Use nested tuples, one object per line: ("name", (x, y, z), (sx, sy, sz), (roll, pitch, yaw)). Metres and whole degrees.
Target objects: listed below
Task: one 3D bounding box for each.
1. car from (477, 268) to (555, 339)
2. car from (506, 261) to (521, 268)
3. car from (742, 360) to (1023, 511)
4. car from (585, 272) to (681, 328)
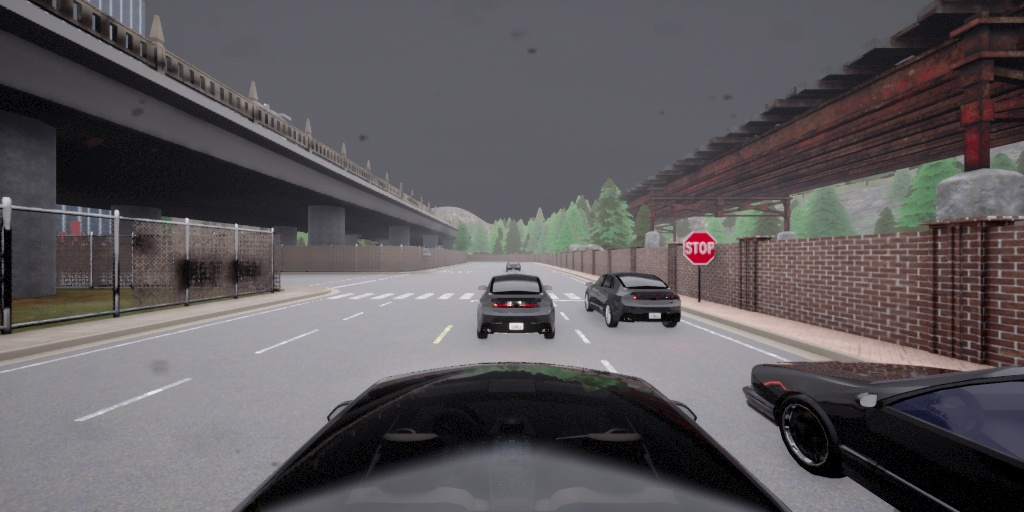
("car", (0.095, 1.255, 10.067), (1.837, 1.490, 4.892), (0, 0, 0))
("car", (0.164, 1.351, 46.346), (1.895, 1.301, 4.718), (0, 0, -1))
("car", (3.600, 1.297, 1.681), (2.033, 1.411, 5.357), (0, 0, 0))
("car", (3.596, 1.255, 11.428), (1.837, 1.490, 4.892), (0, 0, 0))
